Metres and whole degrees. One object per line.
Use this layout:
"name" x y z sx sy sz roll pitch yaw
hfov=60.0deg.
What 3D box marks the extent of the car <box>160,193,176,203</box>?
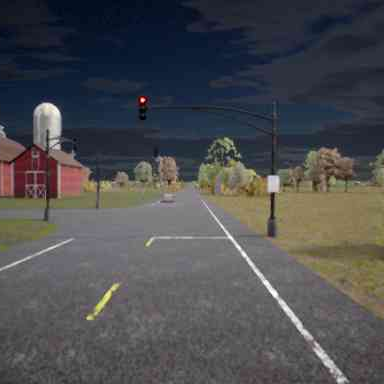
"car" -3.466 0.939 49.277 1.812 1.442 4.674 0 2 0
